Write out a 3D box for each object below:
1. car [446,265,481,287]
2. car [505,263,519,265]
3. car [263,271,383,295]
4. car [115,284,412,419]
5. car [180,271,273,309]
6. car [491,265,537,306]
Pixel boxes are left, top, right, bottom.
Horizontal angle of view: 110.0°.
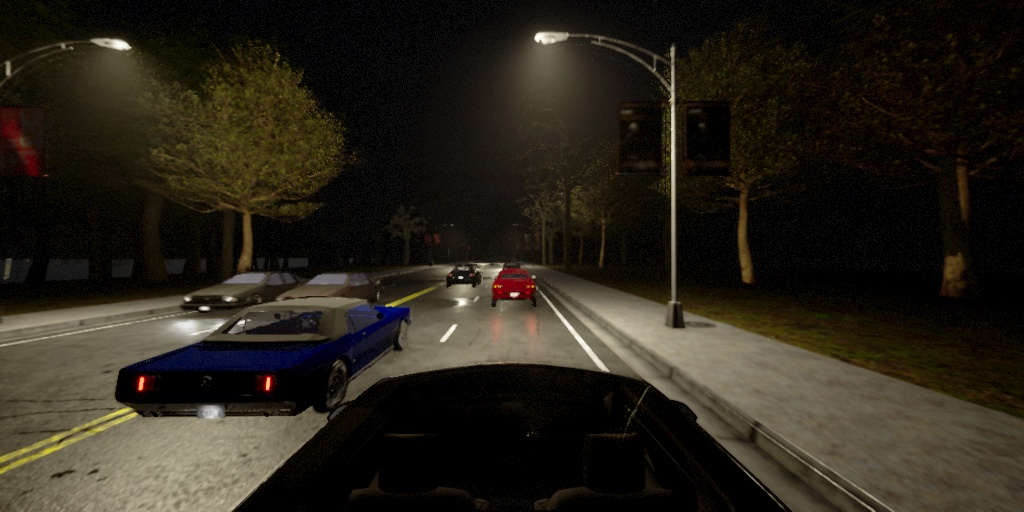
[{"bbox_3d":[-3.210,1.319,24.434,1.994,1.385,4.181,0,0,0],"label":"car"},{"bbox_3d":[-0.037,1.363,37.803,1.895,1.301,4.718,0,0,0],"label":"car"},{"bbox_3d":[-6.616,1.299,13.804,2.033,1.411,5.357,0,0,0],"label":"car"},{"bbox_3d":[-3.155,1.351,5.981,1.895,1.301,4.718,0,0,0],"label":"car"},{"bbox_3d":[-9.867,1.300,14.171,2.033,1.411,5.357,0,0,0],"label":"car"},{"bbox_3d":[0.075,1.278,15.670,1.812,1.442,4.674,0,0,0],"label":"car"}]
